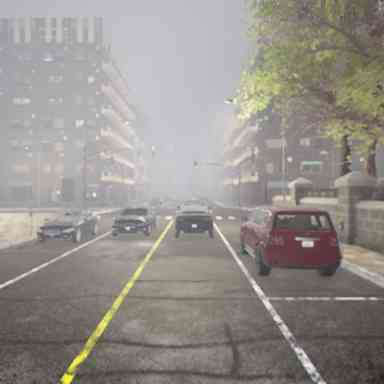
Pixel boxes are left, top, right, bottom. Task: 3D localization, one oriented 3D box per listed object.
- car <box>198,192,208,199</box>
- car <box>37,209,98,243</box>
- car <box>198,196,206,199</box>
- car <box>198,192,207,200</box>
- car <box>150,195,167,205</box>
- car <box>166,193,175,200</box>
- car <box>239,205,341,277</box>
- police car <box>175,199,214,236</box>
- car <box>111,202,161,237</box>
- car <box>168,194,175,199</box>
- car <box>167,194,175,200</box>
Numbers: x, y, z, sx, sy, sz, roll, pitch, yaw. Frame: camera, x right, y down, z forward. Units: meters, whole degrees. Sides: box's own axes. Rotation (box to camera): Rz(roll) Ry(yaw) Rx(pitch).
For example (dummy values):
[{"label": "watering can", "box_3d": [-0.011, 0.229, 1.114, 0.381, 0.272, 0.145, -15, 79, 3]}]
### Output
[{"label": "car", "box_3d": [2.725, 1.346, 76.212, 1.947, 1.339, 4.313, 1, 0, 0]}, {"label": "car", "box_3d": [-5.676, 1.518, 15.645, 2.008, 1.369, 4.403, 1, 0, 0]}, {"label": "car", "box_3d": [0.111, 1.463, 35.759, 2.033, 1.411, 5.357, 0, 0, 0]}, {"label": "car", "box_3d": [2.733, 1.050, 87.536, 2.192, 1.841, 5.009, 1, 0, 0]}, {"label": "car", "box_3d": [-5.661, 1.300, 53.589, 1.967, 1.590, 4.097, 1, 0, 0]}, {"label": "car", "box_3d": [-5.649, 1.176, 87.568, 1.967, 1.590, 4.097, 1, 0, 0]}, {"label": "car", "box_3d": [2.705, 1.294, 10.159, 2.192, 1.841, 5.009, 1, 0, 0]}, {"label": "police car", "box_3d": [0.108, 1.387, 18.048, 1.930, 1.638, 5.238, 0, 0, 0]}, {"label": "car", "box_3d": [-2.998, 1.473, 18.008, 1.837, 1.490, 4.892, 0, 0, 0]}, {"label": "car", "box_3d": [-5.649, 1.294, 93.231, 1.802, 1.307, 4.206, 1, 0, 0]}, {"label": "car", "box_3d": [-5.653, 1.324, 81.907, 1.947, 1.339, 4.313, 1, 0, 0]}]
